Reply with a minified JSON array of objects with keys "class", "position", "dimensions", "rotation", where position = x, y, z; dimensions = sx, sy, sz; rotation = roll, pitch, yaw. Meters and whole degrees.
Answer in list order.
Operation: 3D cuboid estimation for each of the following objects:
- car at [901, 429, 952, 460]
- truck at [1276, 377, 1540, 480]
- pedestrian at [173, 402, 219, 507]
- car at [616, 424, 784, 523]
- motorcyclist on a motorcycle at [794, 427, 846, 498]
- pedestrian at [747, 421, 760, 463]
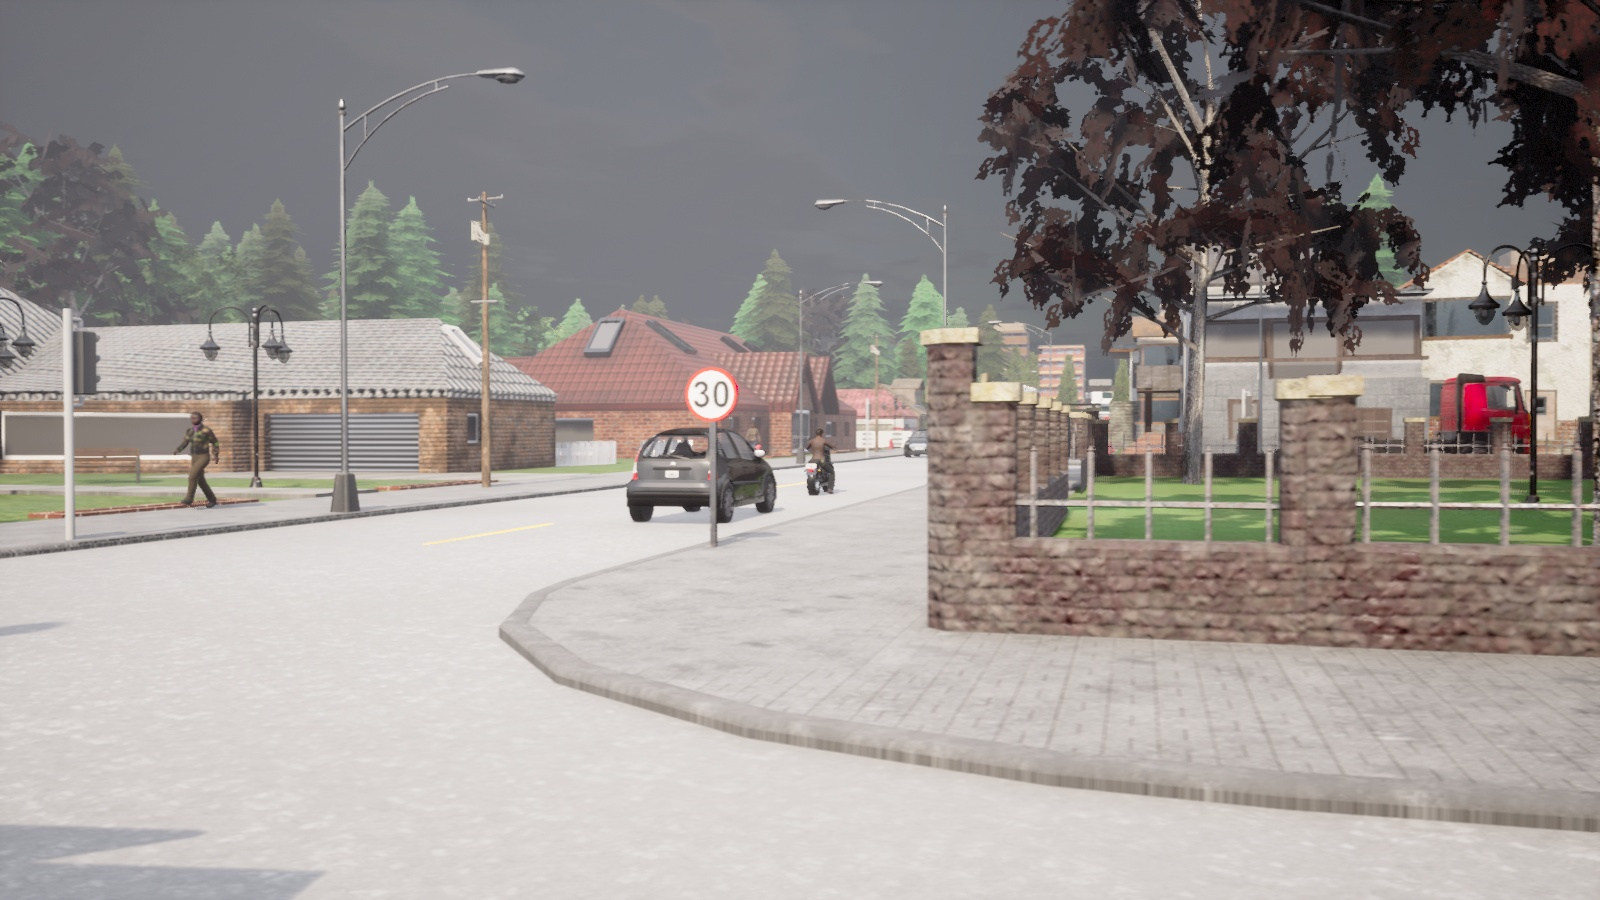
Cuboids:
[{"class":"car","position":[7.142,-0.348,70.367],"dimensions":[2.033,1.649,4.856],"rotation":[1,1,15]},{"class":"truck","position":[21.342,-0.763,44.567],"dimensions":[7.936,3.462,2.891],"rotation":[0,1,12]},{"class":"pedestrian","position":[-11.204,0.078,23.308],"dimensions":[0.395,1.930,0.692],"rotation":[1,1,16]},{"class":"car","position":[-1.690,0.346,22.709],"dimensions":[1.851,1.617,3.988],"rotation":[1,1,14]},{"class":"motorcyclist on a motorcycle","position":[0.515,0.280,30.764],"dimensions":[0.766,1.649,2.350],"rotation":[1,1,14]},{"class":"pedestrian","position":[-2.014,-0.361,54.545],"dimensions":[0.328,1.805,0.869],"rotation":[1,1,13]}]
